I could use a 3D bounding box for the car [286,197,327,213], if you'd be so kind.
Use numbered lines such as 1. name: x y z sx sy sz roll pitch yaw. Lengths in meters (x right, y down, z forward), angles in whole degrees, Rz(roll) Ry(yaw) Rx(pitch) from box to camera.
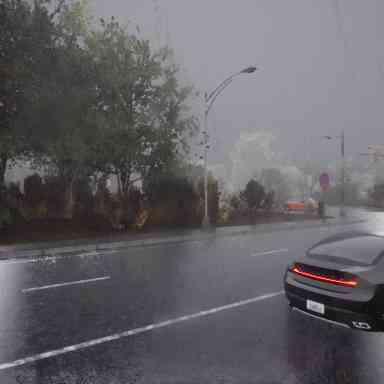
1. car: 12.533 1.352 36.838 2.097 1.767 4.553 0 0 -32

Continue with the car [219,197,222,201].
1. car: 4.527 1.354 69.521 1.994 1.385 4.181 0 1 -33

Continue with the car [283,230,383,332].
1. car: 3.858 1.505 6.489 4.892 1.490 1.837 0 0 -35
